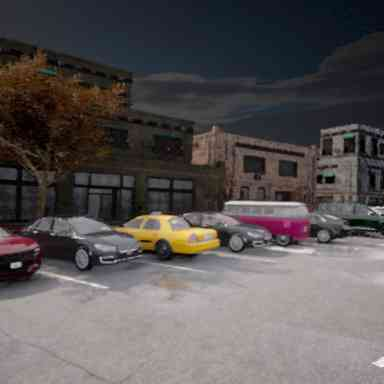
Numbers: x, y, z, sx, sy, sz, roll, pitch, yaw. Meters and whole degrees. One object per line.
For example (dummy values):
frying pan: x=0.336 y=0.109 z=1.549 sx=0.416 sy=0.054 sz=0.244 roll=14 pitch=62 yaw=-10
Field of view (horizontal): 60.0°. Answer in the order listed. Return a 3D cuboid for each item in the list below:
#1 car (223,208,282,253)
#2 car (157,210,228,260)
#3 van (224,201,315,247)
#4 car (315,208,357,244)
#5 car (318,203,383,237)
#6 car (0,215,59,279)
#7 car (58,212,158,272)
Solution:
car: x=0.978 y=1.591 z=14.287 sx=4.892 sy=1.521 sz=2.231 roll=0 pitch=-2 yaw=35
car: x=-1.558 y=1.530 z=12.689 sx=5.366 sy=1.575 sz=1.946 roll=-1 pitch=-1 yaw=35
van: x=3.275 y=1.442 z=16.041 sx=4.442 sy=1.987 sz=1.878 roll=0 pitch=-1 yaw=35
car: x=5.757 y=1.766 z=17.650 sx=4.892 sy=1.521 sz=2.231 roll=0 pitch=-2 yaw=35
car: x=10.573 y=1.771 z=21.032 sx=5.566 sy=2.045 sz=2.435 roll=0 pitch=-3 yaw=35
car: x=-6.173 y=1.477 z=9.202 sx=5.008 sy=1.535 sz=2.097 roll=-1 pitch=-1 yaw=34
car: x=-3.789 y=1.495 z=10.899 sx=4.892 sy=1.521 sz=2.231 roll=-1 pitch=-1 yaw=35
